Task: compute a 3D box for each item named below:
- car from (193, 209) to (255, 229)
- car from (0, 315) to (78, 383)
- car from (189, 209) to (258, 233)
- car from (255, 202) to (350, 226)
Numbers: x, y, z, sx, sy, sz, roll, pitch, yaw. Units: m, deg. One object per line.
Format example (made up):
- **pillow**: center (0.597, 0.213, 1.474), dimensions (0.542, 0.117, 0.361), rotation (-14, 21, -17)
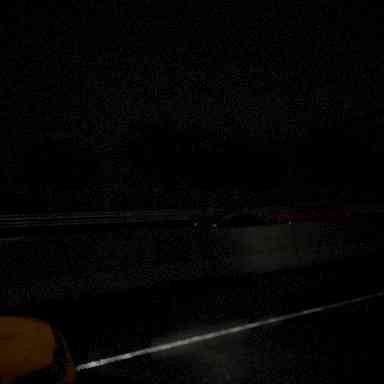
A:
- **car**: center (2.693, 1.995, 20.908), dimensions (4.674, 1.442, 1.812), rotation (0, -2, -29)
- **car**: center (-3.738, 1.580, 2.540), dimensions (5.366, 1.575, 1.801), rotation (0, -2, -29)
- **car**: center (2.369, 2.071, 24.717), dimensions (4.892, 1.490, 1.837), rotation (0, -2, -29)
- **car**: center (6.638, 1.595, 19.085), dimensions (5.566, 2.045, 2.150), rotation (0, -2, -29)
